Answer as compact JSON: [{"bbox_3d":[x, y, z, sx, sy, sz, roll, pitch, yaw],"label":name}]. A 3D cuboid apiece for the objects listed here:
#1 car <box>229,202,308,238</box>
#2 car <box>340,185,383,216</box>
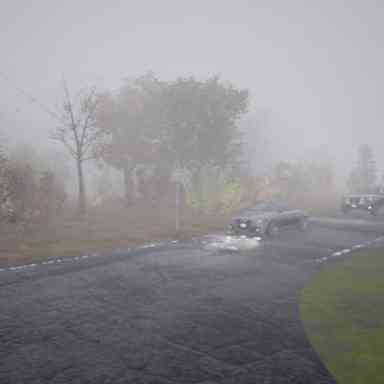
[{"bbox_3d":[3.591,1.163,15.341,4.181,1.385,1.994,-2,2,-43],"label":"car"},{"bbox_3d":[12.660,0.496,23.773,5.566,2.045,2.150,-2,2,-43],"label":"car"}]
